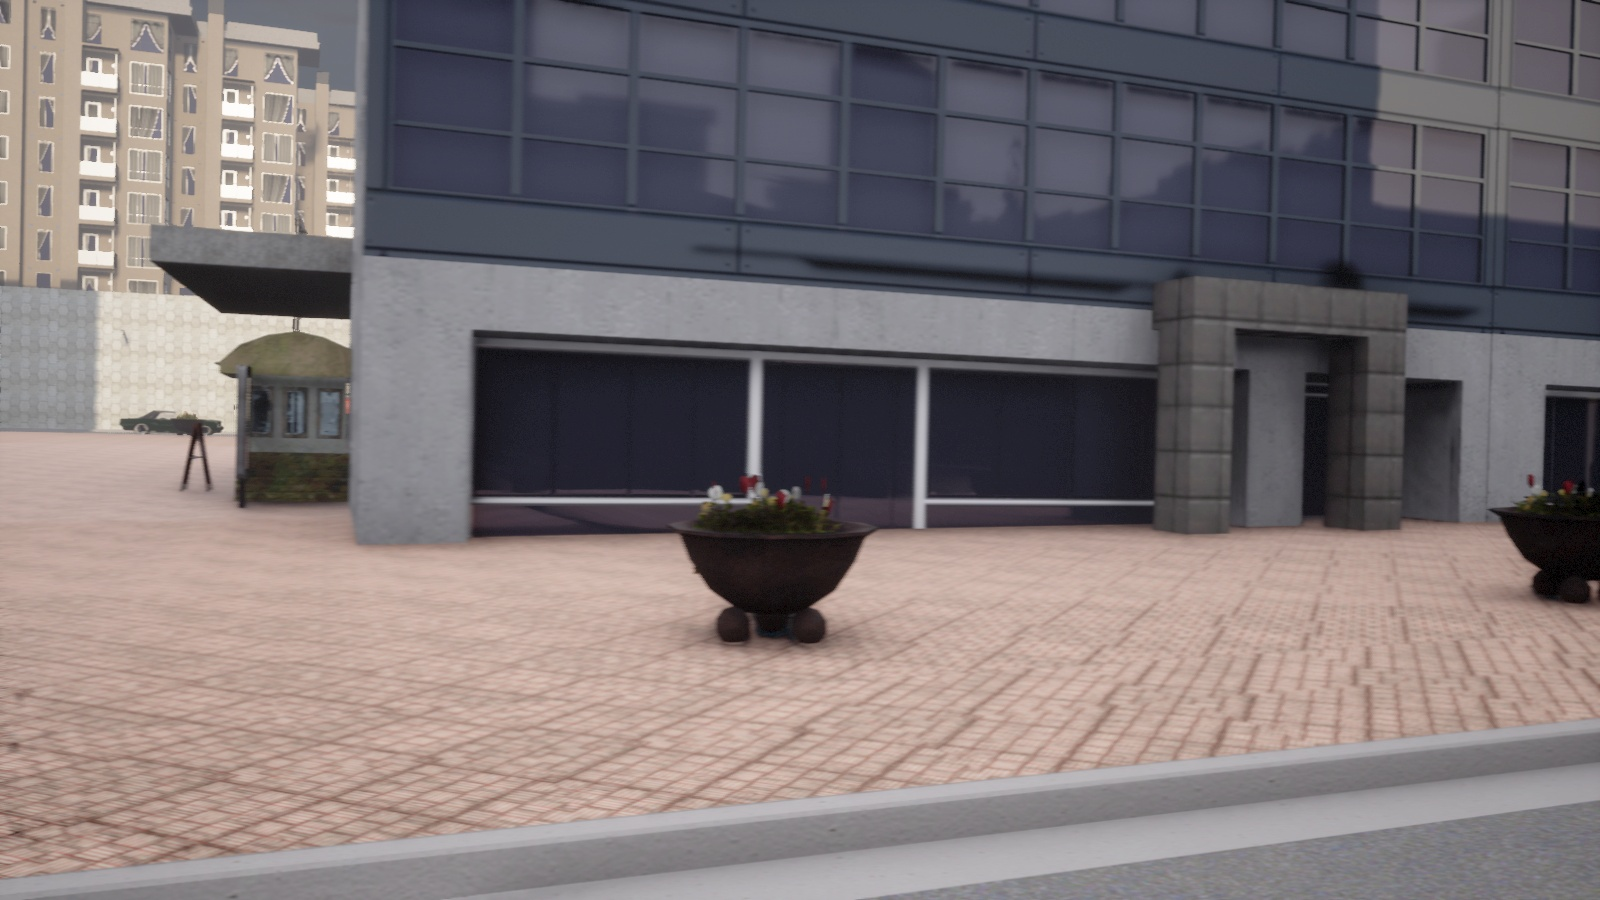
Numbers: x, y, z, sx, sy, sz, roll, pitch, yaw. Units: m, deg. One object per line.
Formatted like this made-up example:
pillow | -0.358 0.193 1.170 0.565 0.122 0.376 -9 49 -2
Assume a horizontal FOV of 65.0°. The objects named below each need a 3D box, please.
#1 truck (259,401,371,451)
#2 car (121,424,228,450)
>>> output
truck | -24.446 -1.198 63.536 5.204 2.467 2.627 0 1 -19
car | -32.111 -0.645 64.575 4.718 1.301 1.895 0 1 -19
